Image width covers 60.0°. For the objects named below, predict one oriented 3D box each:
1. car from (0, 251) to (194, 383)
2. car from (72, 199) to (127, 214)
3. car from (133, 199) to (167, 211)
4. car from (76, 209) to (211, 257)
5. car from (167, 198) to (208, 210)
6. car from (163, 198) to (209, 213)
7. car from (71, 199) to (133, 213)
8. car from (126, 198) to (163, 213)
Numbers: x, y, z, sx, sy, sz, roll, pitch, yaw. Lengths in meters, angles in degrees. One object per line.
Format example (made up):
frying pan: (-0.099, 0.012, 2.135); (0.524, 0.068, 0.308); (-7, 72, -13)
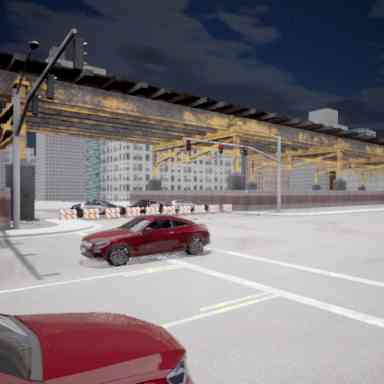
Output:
car: (-2.141, 1.526, 2.240); (4.674, 1.442, 1.812); (0, 0, -35)
car: (-8.421, 1.294, 30.406); (4.536, 1.218, 1.853); (0, 0, 8)
car: (-4.631, 1.452, 33.093); (2.038, 1.542, 4.974); (0, 0, 18)
car: (-1.440, 1.525, 11.578); (4.674, 1.442, 1.812); (0, 0, -36)
car: (-0.781, 1.294, 36.856); (4.536, 1.218, 1.853); (0, 0, -7)
car: (-0.730, 1.451, 36.862); (4.974, 1.542, 2.038); (0, 0, -7)
car: (-8.370, 1.452, 30.399); (4.974, 1.542, 2.038); (0, 0, 8)
car: (-4.616, 1.294, 33.143); (1.853, 1.218, 4.536); (0, 0, 18)
